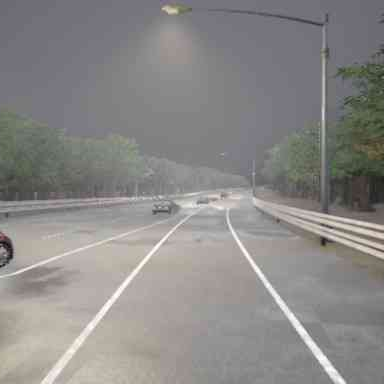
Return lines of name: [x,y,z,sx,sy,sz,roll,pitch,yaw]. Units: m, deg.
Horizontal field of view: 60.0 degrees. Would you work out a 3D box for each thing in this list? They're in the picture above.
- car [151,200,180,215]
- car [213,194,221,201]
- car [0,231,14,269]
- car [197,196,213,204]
car: [-2.561,1.527,33.507,2.033,1.411,5.357,0,0,10]
car: [5.024,1.504,76.998,1.895,1.301,4.718,0,0,10]
car: [-6.899,1.380,8.683,2.097,1.767,4.553,0,0,10]
car: [2.089,1.486,60.177,2.033,1.411,5.357,0,0,10]
